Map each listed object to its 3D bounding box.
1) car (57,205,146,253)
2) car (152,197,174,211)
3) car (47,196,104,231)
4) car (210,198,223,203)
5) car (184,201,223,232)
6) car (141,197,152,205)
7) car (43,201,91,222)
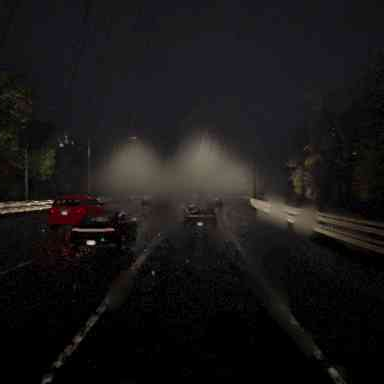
[{"bbox_3d":[-3.404,1.500,13.645,2.128,1.511,4.902,0,0,0],"label":"car"},{"bbox_3d":[-3.410,1.376,41.810,2.097,1.767,4.553,0,0,0],"label":"car"},{"bbox_3d":[-6.903,1.234,20.700,2.150,2.045,5.566,0,0,0],"label":"car"},{"bbox_3d":[3.571,1.624,49.524,1.994,1.385,4.181,0,0,9],"label":"car"},{"bbox_3d":[0.579,1.502,20.255,2.128,1.511,4.902,0,0,3],"label":"car"},{"bbox_3d":[-6.912,1.523,53.204,2.128,1.511,4.902,0,0,0],"label":"car"},{"bbox_3d":[-10.408,1.563,28.239,2.033,1.411,5.357,0,0,0],"label":"car"}]
